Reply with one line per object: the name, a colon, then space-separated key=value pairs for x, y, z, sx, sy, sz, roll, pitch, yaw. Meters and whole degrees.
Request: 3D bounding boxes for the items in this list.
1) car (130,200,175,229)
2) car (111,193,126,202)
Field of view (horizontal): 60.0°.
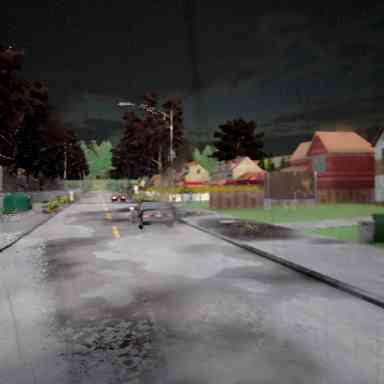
car: x=-2.349 y=1.182 z=18.788 sx=2.033 sy=1.411 sz=5.357 roll=-1 pitch=1 yaw=-16
car: x=-10.617 y=0.763 z=47.575 sx=1.895 sy=1.301 sz=4.718 roll=-1 pitch=1 yaw=-16
